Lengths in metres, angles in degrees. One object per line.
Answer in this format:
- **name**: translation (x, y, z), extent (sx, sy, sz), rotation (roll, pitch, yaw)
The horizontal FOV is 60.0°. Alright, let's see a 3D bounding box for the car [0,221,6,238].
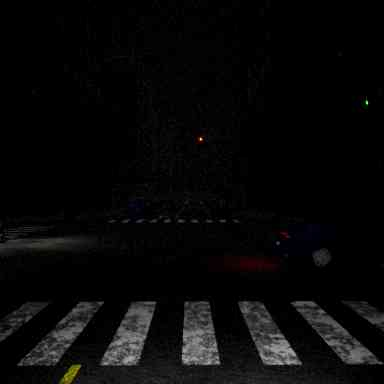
- **car**: translation (-10.694, 1.336, 14.384), extent (4.553, 1.767, 2.097), rotation (0, 0, -9)

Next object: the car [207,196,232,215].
- **car**: translation (2.846, 1.442, 33.339), extent (1.967, 1.590, 4.097), rotation (0, 0, 0)

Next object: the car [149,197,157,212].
- **car**: translation (-5.648, 1.442, 39.051), extent (1.967, 1.590, 4.097), rotation (0, 0, 0)

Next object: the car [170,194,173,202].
- **car**: translation (-5.493, 1.566, 67.392), extent (1.947, 1.339, 4.313), rotation (0, 0, 0)

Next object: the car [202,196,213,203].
- **car**: translation (3.033, 1.550, 67.354), extent (2.008, 1.369, 4.403), rotation (0, 0, 0)

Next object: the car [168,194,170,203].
- **car**: translation (-5.525, 1.526, 61.554), extent (1.752, 1.417, 4.829), rotation (0, 0, 0)

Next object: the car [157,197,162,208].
- **car**: translation (-5.617, 1.568, 44.720), extent (1.947, 1.339, 4.313), rotation (0, 0, 0)

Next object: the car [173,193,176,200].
- **car**: translation (-5.432, 1.521, 78.559), extent (1.752, 1.417, 4.829), rotation (0, 0, 0)

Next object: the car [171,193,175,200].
- **car**: translation (-5.462, 1.542, 73.060), extent (1.887, 1.381, 4.507), rotation (0, 0, 0)

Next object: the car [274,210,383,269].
- **car**: translation (5.222, 1.489, 10.673), extent (5.008, 1.535, 1.882), rotation (0, 0, 0)

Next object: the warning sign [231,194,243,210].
- **warning sign**: translation (5.280, 1.118, 39.319), extent (1.300, 1.860, 1.060), rotation (0, 0, 0)

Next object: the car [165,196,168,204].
- **car**: translation (-5.555, 1.568, 56.056), extent (1.947, 1.339, 4.313), rotation (0, 0, 0)

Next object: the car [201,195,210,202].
- **car**: translation (3.095, 1.436, 78.692), extent (1.967, 1.590, 4.097), rotation (0, 0, 0)

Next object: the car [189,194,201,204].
- **car**: translation (0.346, 1.565, 63.712), extent (1.994, 1.385, 4.181), rotation (0, 0, 0)

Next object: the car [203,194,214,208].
- **car**: translation (2.908, 1.443, 44.677), extent (1.967, 1.590, 4.097), rotation (0, 0, 0)

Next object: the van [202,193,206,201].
- **van**: translation (2.970, 1.343, 56.015), extent (1.690, 1.788, 3.998), rotation (0, 0, 0)

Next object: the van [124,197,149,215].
- **van**: translation (-5.680, 1.343, 33.383), extent (1.690, 1.788, 3.998), rotation (0, 0, 0)

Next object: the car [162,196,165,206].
- **car**: translation (-5.586, 1.584, 50.388), extent (1.802, 1.307, 4.206), rotation (0, 0, 0)

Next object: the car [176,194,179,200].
- **car**: translation (-5.369, 1.306, 90.065), extent (2.192, 1.841, 5.009), rotation (0, 0, 0)

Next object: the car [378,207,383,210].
- **car**: translation (9.835, 1.368, 13.941), extent (4.553, 1.767, 2.097), rotation (0, 0, 0)
